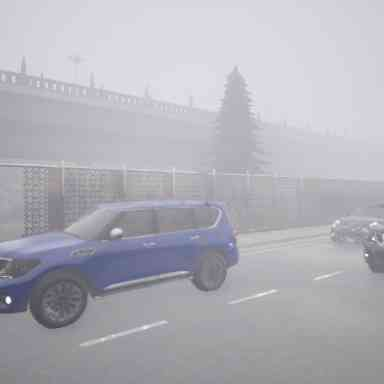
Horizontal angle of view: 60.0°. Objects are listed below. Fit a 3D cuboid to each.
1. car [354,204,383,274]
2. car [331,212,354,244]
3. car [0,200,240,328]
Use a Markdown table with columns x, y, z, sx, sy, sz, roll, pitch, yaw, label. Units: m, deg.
| x | y | z | sx | sy | sz | roll | pitch | yaw | label |
| --- | --- | --- | --- | --- | --- | --- | --- | --- | --- |
| 7.166 | 1.223 | 9.558 | 5.566 | 2.045 | 2.150 | 0 | 0 | -37 | car |
| 8.124 | 1.352 | 14.724 | 4.553 | 1.767 | 2.097 | 0 | 0 | -38 | car |
| -1.389 | 1.222 | 7.381 | 5.566 | 2.045 | 2.150 | 0 | 0 | -38 | car |
